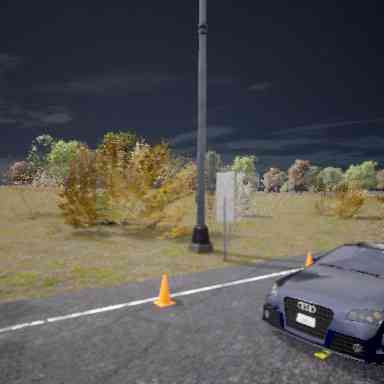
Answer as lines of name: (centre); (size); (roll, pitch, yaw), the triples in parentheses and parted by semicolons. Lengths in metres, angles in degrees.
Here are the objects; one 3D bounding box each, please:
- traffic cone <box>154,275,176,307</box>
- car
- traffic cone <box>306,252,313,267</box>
traffic cone: (-0.553, 2.002, 6.855); (0.340, 0.580, 0.340); (1, -1, -36)
car: (3.204, 1.635, 5.857); (4.181, 1.385, 1.994); (1, -1, -36)
traffic cone: (3.469, 2.059, 9.784); (0.340, 0.580, 0.340); (1, -1, -36)
